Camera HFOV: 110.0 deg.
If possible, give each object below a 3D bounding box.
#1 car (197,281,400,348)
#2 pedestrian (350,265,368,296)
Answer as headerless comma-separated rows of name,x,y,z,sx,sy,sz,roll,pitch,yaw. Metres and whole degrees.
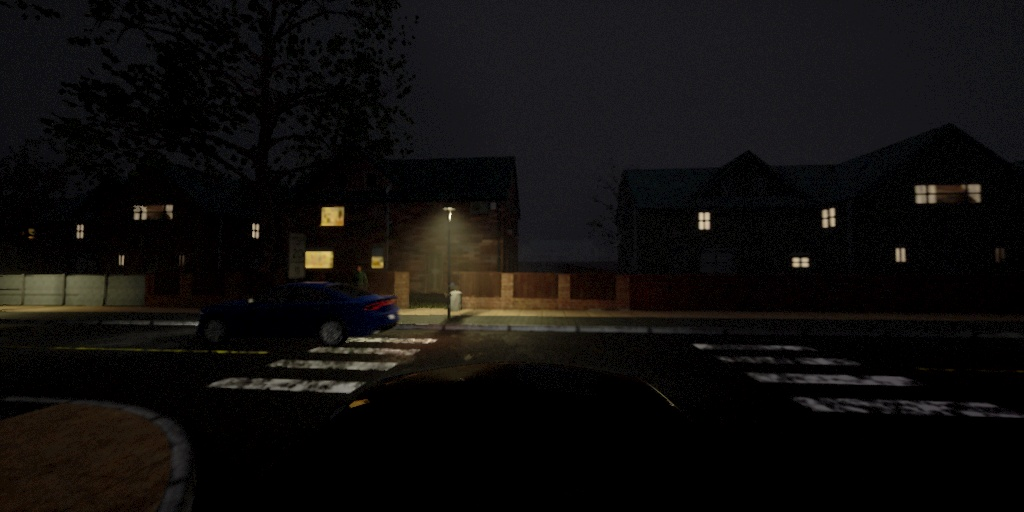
car,-5.530,1.427,9.467,5.008,1.535,1.882,-1,-2,7
pedestrian,-5.332,1.186,12.384,0.375,1.860,0.375,0,-1,7
